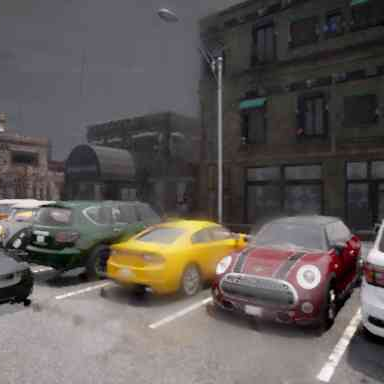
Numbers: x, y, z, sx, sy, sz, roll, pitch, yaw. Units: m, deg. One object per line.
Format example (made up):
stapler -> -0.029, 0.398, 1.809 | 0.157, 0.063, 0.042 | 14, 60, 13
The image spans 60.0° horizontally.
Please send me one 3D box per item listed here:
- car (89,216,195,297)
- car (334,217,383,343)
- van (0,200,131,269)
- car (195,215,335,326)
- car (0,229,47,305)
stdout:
car -> 0.055, 1.516, 8.909 | 2.097, 1.535, 5.008 | -1, 0, 35
car -> 4.462, 1.226, 5.806 | 2.435, 2.045, 5.566 | 0, 0, 35
van -> -4.603, 1.330, 12.095 | 1.878, 1.987, 4.442 | 0, 0, 35
car -> 2.319, 1.371, 7.338 | 2.185, 1.767, 4.553 | -1, 0, 36
car -> -5.279, 1.624, 7.142 | 4.181, 1.385, 1.994 | 0, 0, 36
